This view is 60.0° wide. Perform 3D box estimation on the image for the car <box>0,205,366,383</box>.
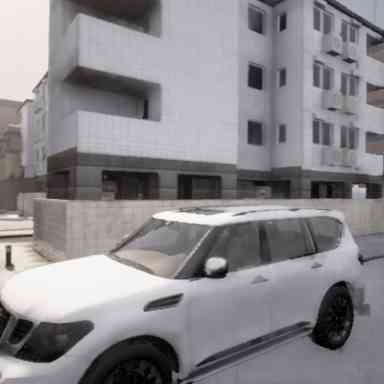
[{"bbox_3d":[0.279,1.245,4.799,5.566,2.045,2.150,1,0,-36],"label":"car"}]
